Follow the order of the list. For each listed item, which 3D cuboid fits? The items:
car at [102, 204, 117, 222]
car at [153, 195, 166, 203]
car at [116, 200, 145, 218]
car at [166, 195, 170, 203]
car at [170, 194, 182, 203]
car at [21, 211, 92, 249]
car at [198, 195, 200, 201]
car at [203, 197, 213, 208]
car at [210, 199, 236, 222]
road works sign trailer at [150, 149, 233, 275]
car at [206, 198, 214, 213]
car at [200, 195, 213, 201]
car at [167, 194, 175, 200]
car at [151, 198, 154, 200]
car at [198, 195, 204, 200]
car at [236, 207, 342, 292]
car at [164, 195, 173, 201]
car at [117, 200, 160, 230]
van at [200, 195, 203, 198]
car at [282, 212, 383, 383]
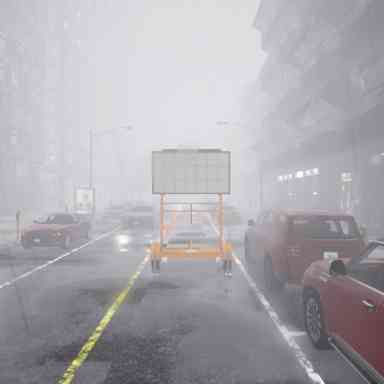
[{"bbox_3d":[-5.733,1.584,25.825,1.802,1.307,4.206,1,0,0],"label":"car"},{"bbox_3d":[-5.787,1.427,54.111,1.967,1.590,4.097,1,0,0],"label":"car"},{"bbox_3d":[-5.743,1.545,31.481,1.887,1.381,4.507,1,0,0],"label":"car"},{"bbox_3d":[-5.811,1.560,65.424,1.802,1.307,4.206,1,0,0],"label":"car"},{"bbox_3d":[-3.137,1.576,68.371,1.895,1.301,4.718,0,0,0],"label":"car"},{"bbox_3d":[-5.709,1.547,14.511,1.887,1.381,4.507,1,0,0],"label":"car"},{"bbox_3d":[2.546,1.549,76.718,1.802,1.307,4.206,1,0,0],"label":"car"},{"bbox_3d":[2.626,1.548,37.121,2.008,1.369,4.403,1,0,0],"label":"car"},{"bbox_3d":[2.649,1.527,25.978,1.752,1.417,4.829,1,0,0],"label":"car"},{"bbox_3d":[-0.020,0.466,10.397,2.380,3.560,2.880,0,0,0],"label":"road works sign trailer"},{"bbox_3d":[2.637,1.566,31.464,1.947,1.339,4.313,1,0,0],"label":"car"},{"bbox_3d":[2.603,1.556,48.435,1.947,1.339,4.313,1,0,0],"label":"car"},{"bbox_3d":[-5.865,1.387,93.707,1.967,1.590,4.097,1,0,0],"label":"car"},{"bbox_3d":[-5.755,1.563,37.138,1.947,1.339,4.313,1,0,0],"label":"car"},{"bbox_3d":[2.513,1.528,93.688,1.802,1.307,4.206,1,0,0],"label":"car"},{"bbox_3d":[2.685,1.317,8.838,2.192,1.841,5.009,1,0,0],"label":"car"},{"bbox_3d":[-5.845,1.543,82.392,1.802,1.307,4.206,1,0,0],"label":"car"},{"bbox_3d":[-3.141,1.480,21.096,1.882,1.535,5.008,0,0,0],"label":"car"},{"bbox_3d":[2.595,1.328,54.092,1.690,1.788,3.998,1,0,0],"label":"van"},{"bbox_3d":[2.697,1.316,3.181,2.192,1.841,5.009,1,0,0],"label":"car"}]
